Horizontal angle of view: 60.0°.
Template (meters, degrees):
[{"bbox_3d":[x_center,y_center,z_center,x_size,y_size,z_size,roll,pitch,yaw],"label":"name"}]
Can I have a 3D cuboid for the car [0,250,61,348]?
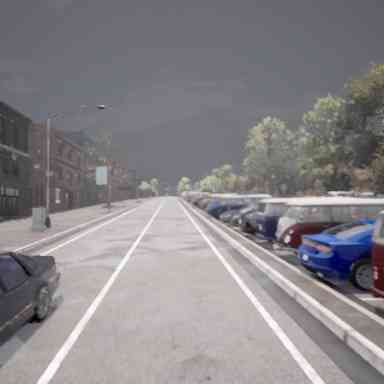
[{"bbox_3d":[-3.459,1.605,4.564,2.033,1.411,5.357,-1,0,-4],"label":"car"}]

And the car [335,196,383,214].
[{"bbox_3d":[16.991,1.235,32.235,5.366,1.575,1.946,-1,0,-4],"label":"car"}]

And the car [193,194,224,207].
[{"bbox_3d":[2.458,1.230,50.400,4.553,1.767,2.185,-1,0,-4],"label":"car"}]

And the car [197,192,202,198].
[{"bbox_3d":[3.263,1.272,39.215,4.553,1.767,2.185,-1,0,-4],"label":"car"}]

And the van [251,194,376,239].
[{"bbox_3d":[5.019,1.227,14.041,4.442,1.987,1.878,-1,0,-4],"label":"van"}]

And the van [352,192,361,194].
[{"bbox_3d":[17.103,1.024,29.461,4.442,1.987,1.878,-1,0,-4],"label":"van"}]

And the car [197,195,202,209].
[{"bbox_3d":[3.413,1.410,36.417,4.892,1.521,2.231,-1,0,-4],"label":"car"}]

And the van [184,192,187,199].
[{"bbox_3d":[1.070,1.056,69.973,4.442,1.987,1.878,-1,0,-4],"label":"van"}]

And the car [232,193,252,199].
[{"bbox_3d":[13.144,1.074,87.781,4.792,1.488,2.163,-1,0,-4],"label":"car"}]

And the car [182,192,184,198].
[{"bbox_3d":[1.003,1.253,75.588,5.366,1.575,1.946,-1,0,-4],"label":"car"}]

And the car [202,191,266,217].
[{"bbox_3d":[3.946,1.191,28.022,5.566,2.045,2.435,-1,0,-4],"label":"car"}]

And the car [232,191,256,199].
[{"bbox_3d":[13.267,0.797,85.000,5.566,2.045,2.435,-1,0,-4],"label":"car"}]

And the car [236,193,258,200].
[{"bbox_3d":[13.478,1.054,82.222,5.008,1.535,2.097,-1,0,-4],"label":"car"}]

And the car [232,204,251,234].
[{"bbox_3d":[4.750,1.490,16.832,4.792,1.488,2.163,-1,0,-4],"label":"car"}]

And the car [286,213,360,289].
[{"bbox_3d":[5.272,1.438,8.436,5.008,1.535,2.097,-1,0,-4],"label":"car"}]

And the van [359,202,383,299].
[{"bbox_3d":[5.576,1.199,5.647,4.442,1.987,1.878,-1,0,-4],"label":"van"}]

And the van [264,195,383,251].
[{"bbox_3d":[4.972,1.224,11.230,4.442,1.987,1.878,-1,0,-4],"label":"van"}]

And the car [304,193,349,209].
[{"bbox_3d":[16.282,1.083,40.535,4.553,1.767,2.185,-1,0,-4],"label":"car"}]

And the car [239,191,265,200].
[{"bbox_3d":[13.820,0.819,76.663,5.566,2.045,2.435,-1,0,-4],"label":"car"}]

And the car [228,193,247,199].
[{"bbox_3d":[12.740,1.041,93.337,5.008,1.535,2.097,-1,0,-4],"label":"car"}]

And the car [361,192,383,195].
[{"bbox_3d":[17.198,1.010,26.685,5.566,2.045,2.435,-1,0,-4],"label":"car"}]

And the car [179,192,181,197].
[{"bbox_3d":[-0.086,0.979,89.560,5.566,2.045,2.435,-1,0,-4],"label":"car"}]

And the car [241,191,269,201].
[{"bbox_3d":[13.997,0.829,74.007,5.566,2.045,2.435,-1,0,-4],"label":"car"}]

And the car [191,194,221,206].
[{"bbox_3d":[2.272,1.219,53.197,4.553,1.767,2.185,-1,0,-4],"label":"car"}]

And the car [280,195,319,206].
[{"bbox_3d":[15.707,1.178,48.843,4.892,1.521,2.231,-1,0,-4],"label":"car"}]

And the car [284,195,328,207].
[{"bbox_3d":[15.701,1.187,46.059,5.366,1.575,1.946,-1,0,-4],"label":"car"}]

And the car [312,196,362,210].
[{"bbox_3d":[16.409,1.249,37.761,4.792,1.488,2.163,-1,0,-4],"label":"car"}]

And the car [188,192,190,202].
[{"bbox_3d":[2.644,1.115,47.602,5.566,2.045,2.435,-1,0,-4],"label":"car"}]

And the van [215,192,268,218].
[{"bbox_3d":[4.276,1.224,25.237,4.442,1.987,1.878,-1,0,-4],"label":"van"}]

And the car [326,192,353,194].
[{"bbox_3d":[16.647,0.978,34.994,5.566,2.045,2.435,-1,0,-4],"label":"car"}]

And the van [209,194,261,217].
[{"bbox_3d":[3.904,1.203,30.829,4.442,1.987,1.878,-1,0,-4],"label":"van"}]

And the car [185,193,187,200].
[{"bbox_3d":[1.742,1.312,61.590,5.008,1.535,2.097,-1,0,-4],"label":"car"}]

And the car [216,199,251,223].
[{"bbox_3d":[4.355,1.457,22.429,4.892,1.521,2.231,-1,0,-4],"label":"car"}]

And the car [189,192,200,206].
[{"bbox_3d":[2.830,1.126,44.805,5.566,2.045,2.435,-1,0,-4],"label":"car"}]

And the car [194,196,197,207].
[{"bbox_3d":[3.046,1.428,42.011,4.674,1.452,2.002,-1,0,-4],"label":"car"}]

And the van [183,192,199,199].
[{"bbox_3d":[-0.369,1.000,95.161,4.442,1.987,1.878,-1,0,-4],"label":"van"}]

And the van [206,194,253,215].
[{"bbox_3d":[3.719,1.192,33.626,4.442,1.987,1.878,-1,0,-4],"label":"van"}]

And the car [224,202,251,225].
[{"bbox_3d":[4.533,1.500,19.631,4.674,1.452,2.002,-1,0,-4],"label":"car"}]

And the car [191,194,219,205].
[{"bbox_3d":[2.148,1.208,55.998,4.553,1.767,2.185,-1,0,-4],"label":"car"}]
